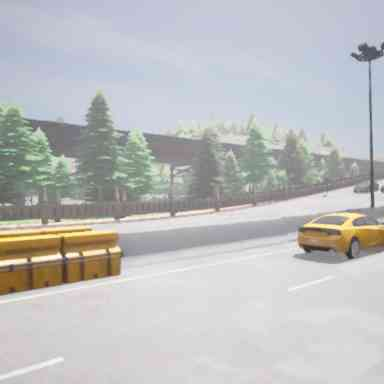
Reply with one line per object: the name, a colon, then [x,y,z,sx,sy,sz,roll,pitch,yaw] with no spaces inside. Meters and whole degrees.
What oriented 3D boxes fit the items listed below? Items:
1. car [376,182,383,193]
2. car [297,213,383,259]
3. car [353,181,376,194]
car: [25.900,-0.892,42.429,4.553,1.767,2.097,-8,4,-38]
car: [6.231,1.569,13.180,5.008,1.535,1.882,0,-1,-38]
car: [23.701,-0.682,45.146,4.902,1.511,2.128,-9,4,-38]
